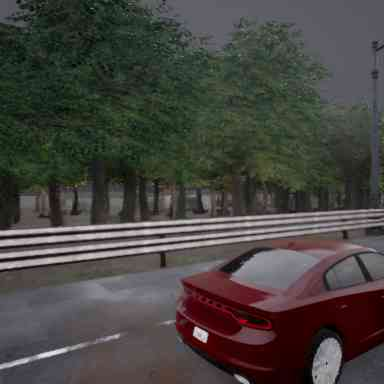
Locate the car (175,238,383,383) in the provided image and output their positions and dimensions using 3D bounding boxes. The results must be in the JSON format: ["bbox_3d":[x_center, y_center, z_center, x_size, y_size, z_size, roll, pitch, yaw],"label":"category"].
[{"bbox_3d":[2.113,1.482,5.251,5.008,1.535,1.882,0,0,-35],"label":"car"}]
